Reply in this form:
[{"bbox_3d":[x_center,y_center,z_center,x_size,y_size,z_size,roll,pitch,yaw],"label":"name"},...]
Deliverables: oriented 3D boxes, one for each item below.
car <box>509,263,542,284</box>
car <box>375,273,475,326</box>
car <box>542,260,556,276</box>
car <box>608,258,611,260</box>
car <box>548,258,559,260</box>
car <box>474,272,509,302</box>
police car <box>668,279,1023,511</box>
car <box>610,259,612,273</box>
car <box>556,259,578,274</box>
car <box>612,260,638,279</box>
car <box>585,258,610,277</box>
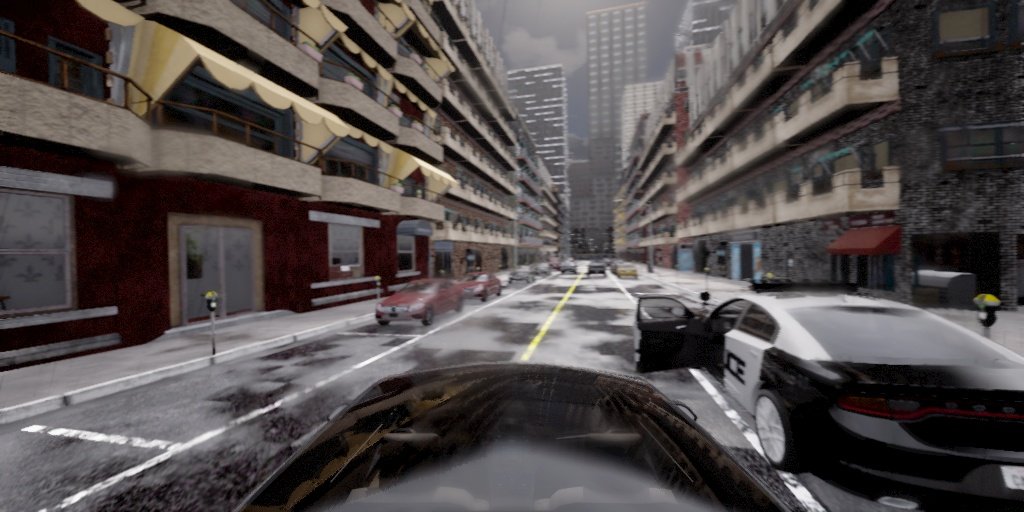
[{"bbox_3d":[0.875,1.423,28.569,2.007,1.370,4.403,0,0,13],"label":"car"},{"bbox_3d":[-2.876,1.441,12.186,1.802,1.307,4.207,0,0,13],"label":"car"},{"bbox_3d":[3.375,1.432,39.490,2.007,1.370,4.403,0,0,13],"label":"car"},{"bbox_3d":[12.787,1.162,43.053,1.967,1.591,4.097,0,0,13],"label":"car"},{"bbox_3d":[5.876,1.206,50.411,2.192,1.841,5.009,0,0,13],"label":"car"},{"bbox_3d":[-1.626,1.445,17.647,1.802,1.307,4.207,0,0,13],"label":"car"},{"bbox_3d":[3.647,1.121,4.652,1.930,1.638,5.238,-1,0,13],"label":"police car"},{"bbox_3d":[11.537,1.283,37.592,1.948,1.339,4.313,0,0,13],"label":"car"},{"bbox_3d":[6.823,1.380,42.581,2.033,1.411,5.357,-1,0,13],"label":"car"},{"bbox_3d":[10.324,1.238,32.297,1.751,1.417,4.829,0,0,13],"label":"car"},{"bbox_3d":[8.395,1.270,35.609,1.837,1.490,4.892,-1,-1,13],"label":"car"}]
